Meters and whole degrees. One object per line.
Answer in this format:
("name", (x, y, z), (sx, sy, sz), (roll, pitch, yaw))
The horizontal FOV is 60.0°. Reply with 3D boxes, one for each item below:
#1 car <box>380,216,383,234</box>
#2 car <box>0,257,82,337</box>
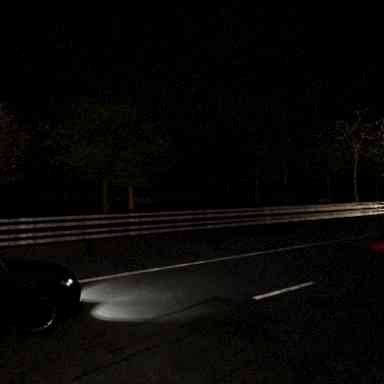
("car", (10.949, 1.401, 15.861), (5.008, 1.535, 1.882), (0, 0, -36))
("car", (-3.959, 1.565, 5.222), (4.181, 1.385, 1.994), (0, 0, -36))
